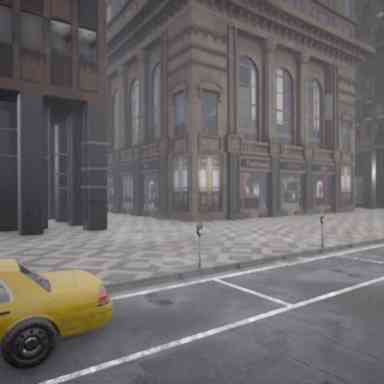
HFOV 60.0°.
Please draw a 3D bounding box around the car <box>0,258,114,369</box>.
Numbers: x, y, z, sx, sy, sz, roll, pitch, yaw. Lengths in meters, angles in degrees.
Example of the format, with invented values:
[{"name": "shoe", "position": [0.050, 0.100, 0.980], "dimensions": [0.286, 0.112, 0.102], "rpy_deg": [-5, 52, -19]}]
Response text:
[{"name": "car", "position": [-3.475, 1.527, 4.179], "dimensions": [4.829, 1.417, 1.752], "rpy_deg": [0, 0, -35]}]
